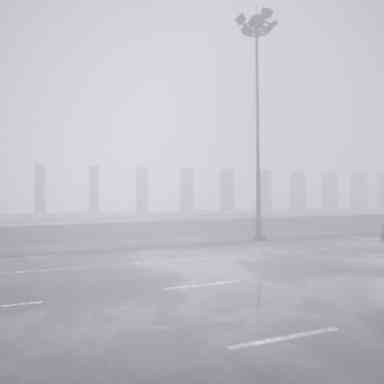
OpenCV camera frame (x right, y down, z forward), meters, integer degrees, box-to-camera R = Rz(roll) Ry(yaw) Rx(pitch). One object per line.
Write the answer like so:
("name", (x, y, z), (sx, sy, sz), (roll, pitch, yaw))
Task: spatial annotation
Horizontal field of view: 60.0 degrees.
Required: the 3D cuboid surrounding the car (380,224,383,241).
("car", (10.439, 1.698, 14.293), (4.902, 1.511, 2.128), (0, -1, -20))
